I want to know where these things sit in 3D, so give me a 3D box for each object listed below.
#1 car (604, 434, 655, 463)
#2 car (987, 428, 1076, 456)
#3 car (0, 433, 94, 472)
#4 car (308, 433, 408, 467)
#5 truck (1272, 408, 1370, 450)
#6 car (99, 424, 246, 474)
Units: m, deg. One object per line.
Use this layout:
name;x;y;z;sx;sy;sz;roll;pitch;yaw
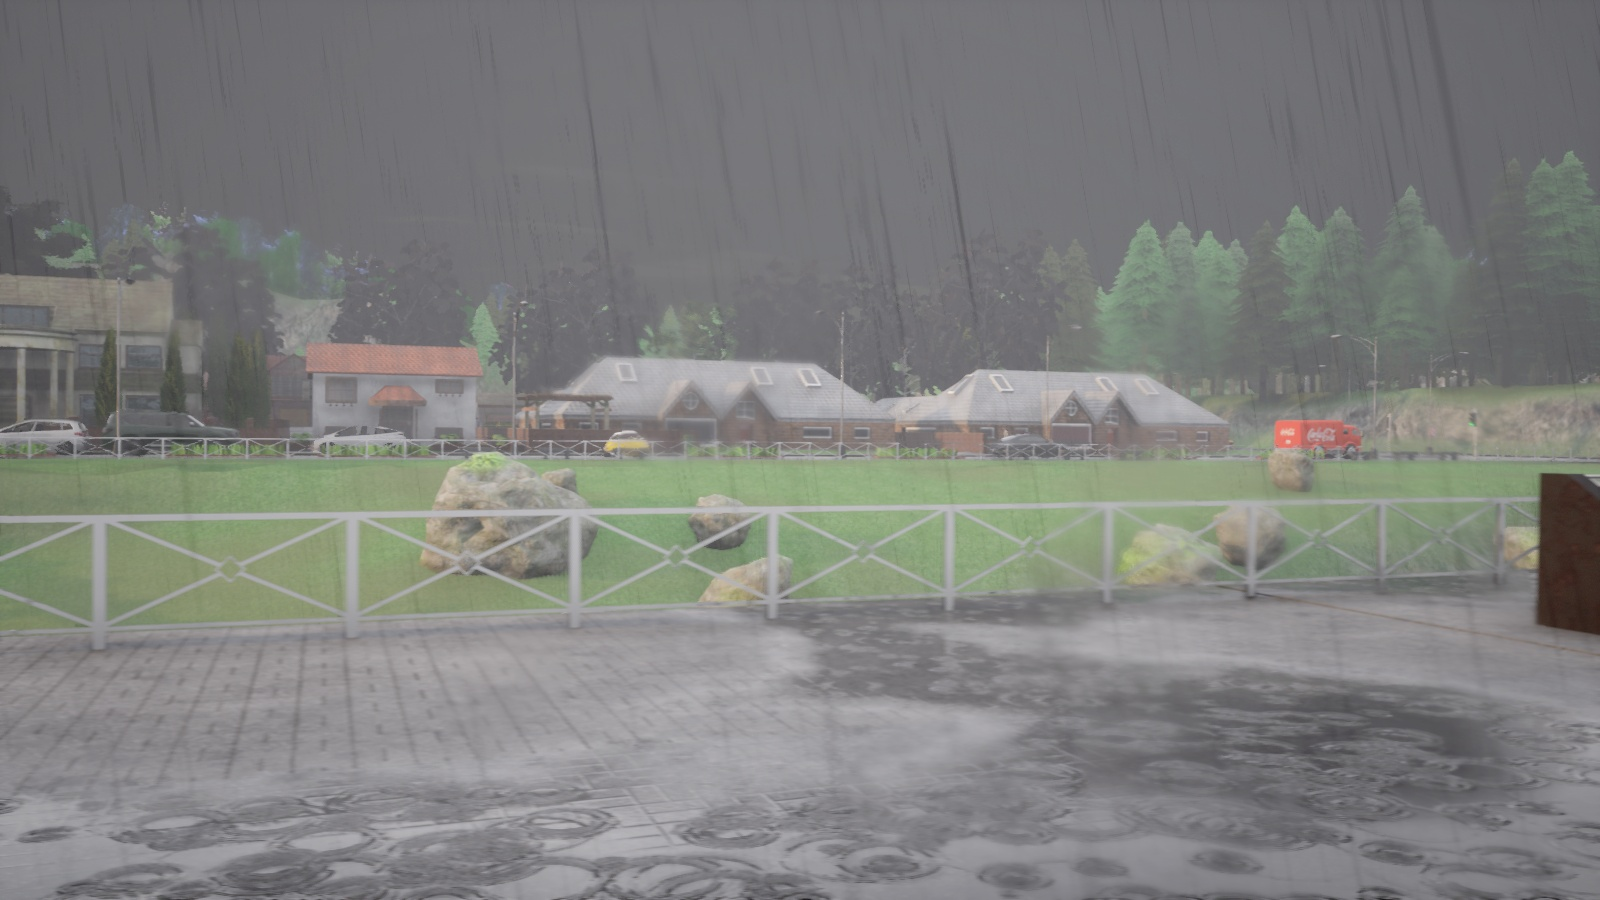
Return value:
car;-8.443;-0.069;62.252;2.207;1.376;1.481;-1;1;-21
car;12.974;-0.462;70.380;4.674;1.442;1.812;-1;1;-21
car;-34.619;0.096;56.592;4.611;1.667;2.242;-1;1;-21
car;-21.644;-0.022;61.518;4.514;1.525;2.007;-1;1;-21
truck;32.209;-1.299;77.675;5.204;2.467;2.627;-1;1;-21
car;-27.398;-0.083;55.052;5.566;2.045;2.150;-1;1;-21
